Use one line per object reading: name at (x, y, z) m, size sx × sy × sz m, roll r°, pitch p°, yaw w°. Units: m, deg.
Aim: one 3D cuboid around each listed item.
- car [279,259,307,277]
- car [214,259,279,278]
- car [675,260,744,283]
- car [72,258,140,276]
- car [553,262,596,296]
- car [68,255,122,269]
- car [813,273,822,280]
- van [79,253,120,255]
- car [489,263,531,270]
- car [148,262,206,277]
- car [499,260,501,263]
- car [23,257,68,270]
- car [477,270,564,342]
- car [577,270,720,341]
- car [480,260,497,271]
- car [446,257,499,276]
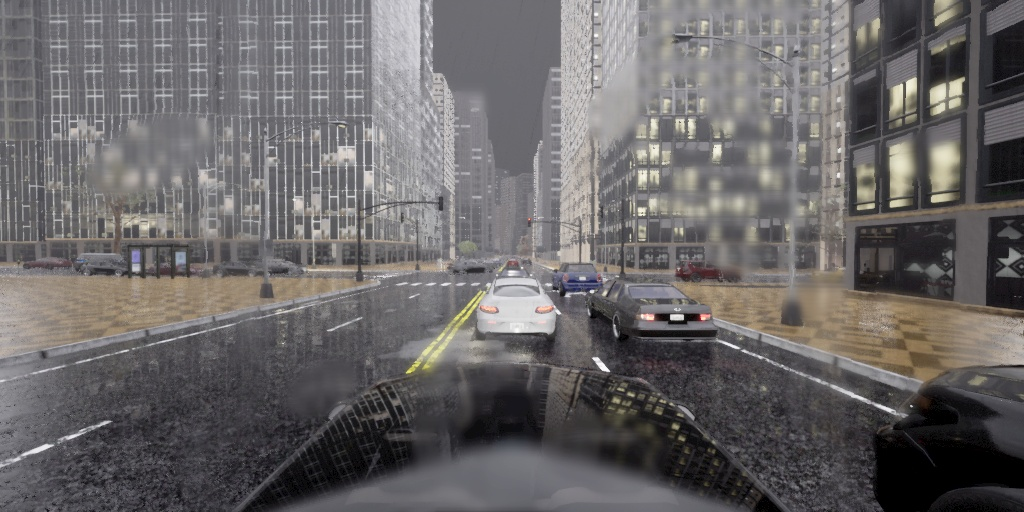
car at (-21.474, 1.066, 32.981) m, size 4.902 × 1.511 × 2.128 m, roll 1°, pitch 1°, yaw 1°
car at (-22.707, 1.174, 30.299) m, size 4.313 × 1.339 × 1.948 m, roll 0°, pitch 0°, yaw 1°
car at (16.217, 1.269, 29.739) m, size 5.009 × 1.841 × 2.192 m, roll 0°, pitch 0°, yaw 1°
car at (-34.072, 1.069, 30.615) m, size 4.313 × 1.339 × 1.948 m, roll 0°, pitch 0°, yaw 1°
car at (3.364, 1.093, 19.195) m, size 2.097 × 1.767 × 4.553 m, roll 0°, pitch 0°, yaw 0°
car at (-37.385, 0.908, 33.321) m, size 5.008 × 1.535 × 1.882 m, roll 1°, pitch 1°, yaw 1°
car at (27.665, 1.579, 29.533) m, size 4.829 × 1.417 × 1.751 m, roll 0°, pitch 0°, yaw 1°
van at (-45.256, 0.605, 39.285) m, size 3.998 × 1.789 × 1.690 m, roll 0°, pitch 0°, yaw 1°
car at (0.114, 1.288, 18.916) m, size 2.033 × 1.411 × 5.357 m, roll 0°, pitch 0°, yaw 0°
car at (-28.391, 1.138, 30.437) m, size 4.207 × 1.307 × 1.802 m, roll 0°, pitch 0°, yaw 1°
car at (-3.278, 1.304, 61.015) m, size 1.895 × 1.301 × 4.718 m, roll 0°, pitch 0°, yaw 0°
car at (-50.938, 0.793, 39.405) m, size 4.207 × 1.307 × 1.802 m, roll 0°, pitch 0°, yaw 1°
car at (0.106, 1.272, 9.671) m, size 1.812 × 1.442 × 4.674 m, roll 0°, pitch 0°, yaw 0°
car at (3.359, 1.294, 9.810) m, size 2.033 × 1.411 × 5.357 m, roll 0°, pitch 0°, yaw 0°
car at (-3.300, 1.262, 51.255) m, size 2.033 × 1.411 × 5.357 m, roll 0°, pitch 0°, yaw 0°
car at (-4.221, 1.164, 36.181) m, size 4.902 × 1.511 × 2.128 m, roll 0°, pitch 1°, yaw -36°
